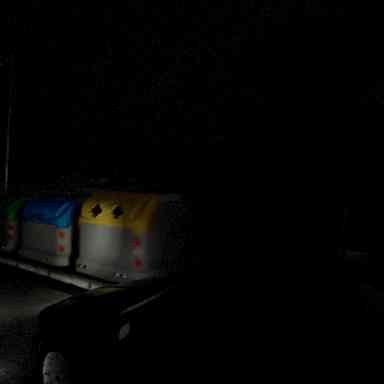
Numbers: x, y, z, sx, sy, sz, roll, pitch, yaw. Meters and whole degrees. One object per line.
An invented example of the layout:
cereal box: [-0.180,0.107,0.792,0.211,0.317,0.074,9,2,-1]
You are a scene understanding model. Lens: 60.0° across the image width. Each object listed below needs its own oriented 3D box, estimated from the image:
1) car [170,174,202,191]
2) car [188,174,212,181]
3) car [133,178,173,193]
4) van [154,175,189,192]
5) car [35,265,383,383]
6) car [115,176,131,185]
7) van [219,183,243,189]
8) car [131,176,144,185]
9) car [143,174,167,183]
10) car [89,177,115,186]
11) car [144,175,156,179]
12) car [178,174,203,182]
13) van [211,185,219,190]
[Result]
car: [-0.833,-1.261,52.596,5.566,2.045,2.435,5,8,35]
car: [1.785,-3.308,75.814,5.008,1.535,2.097,3,6,34]
car: [-5.743,-0.691,49.216,5.008,1.535,2.097,5,7,35]
van: [-3.176,-1.066,50.822,4.442,1.987,1.878,5,7,35]
car: [0.520,1.460,3.079,5.008,1.535,1.882,1,1,36]
car: [-14.745,-2.132,63.570,4.792,1.488,2.163,3,6,33]
van: [6.692,-1.706,57.629,4.442,1.987,1.878,5,7,35]
car: [-12.381,-2.450,65.304,4.553,1.767,2.185,3,6,33]
car: [-7.646,-2.778,68.808,4.553,1.767,2.185,3,6,33]
car: [-17.137,-1.959,61.831,4.674,1.452,2.002,3,6,33]
car: [-10.063,-2.463,67.105,4.792,1.488,2.163,3,6,33]
car: [-0.417,-3.139,73.969,5.366,1.575,1.946,3,6,34]
van: [1.561,-1.402,54.349,4.442,1.987,1.878,5,8,35]
